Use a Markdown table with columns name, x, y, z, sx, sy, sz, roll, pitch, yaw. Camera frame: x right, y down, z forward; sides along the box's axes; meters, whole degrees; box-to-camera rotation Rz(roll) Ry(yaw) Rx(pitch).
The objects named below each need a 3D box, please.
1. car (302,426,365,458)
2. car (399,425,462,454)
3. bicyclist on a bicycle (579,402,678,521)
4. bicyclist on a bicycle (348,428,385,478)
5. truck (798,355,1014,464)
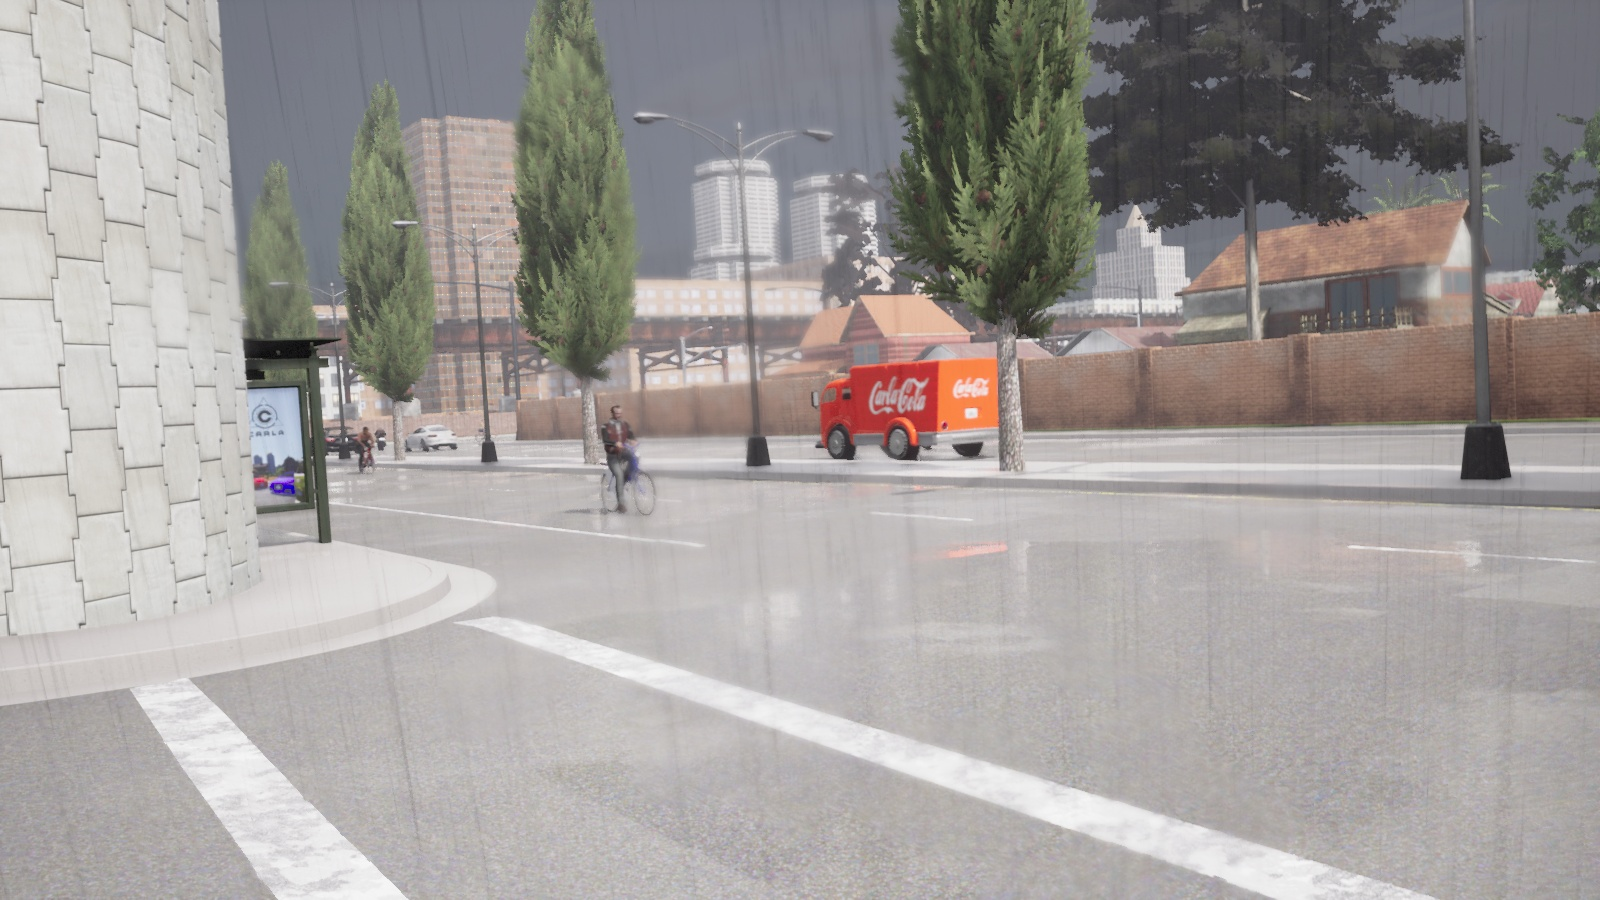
| name | x | y | z | sx | sy | sz | roll | pitch | yaw |
| --- | --- | --- | --- | --- | --- | --- | --- | --- | --- |
| car | -27.493 | -0.464 | 73.892 | 2.242 | 1.667 | 4.611 | -5 | 3 | -36 |
| car | -20.800 | -0.563 | 70.597 | 1.812 | 1.442 | 4.674 | -5 | 3 | -36 |
| bicyclist on a bicycle | -2.740 | 0.177 | 19.914 | 0.659 | 1.776 | 1.843 | -5 | 3 | -35 |
| bicyclist on a bicycle | -14.639 | 0.103 | 42.371 | 0.582 | 1.620 | 1.656 | -5 | 3 | -36 |
| truck | 2.598 | -0.992 | 32.088 | 2.627 | 2.467 | 5.204 | -5 | 3 | -36 |
